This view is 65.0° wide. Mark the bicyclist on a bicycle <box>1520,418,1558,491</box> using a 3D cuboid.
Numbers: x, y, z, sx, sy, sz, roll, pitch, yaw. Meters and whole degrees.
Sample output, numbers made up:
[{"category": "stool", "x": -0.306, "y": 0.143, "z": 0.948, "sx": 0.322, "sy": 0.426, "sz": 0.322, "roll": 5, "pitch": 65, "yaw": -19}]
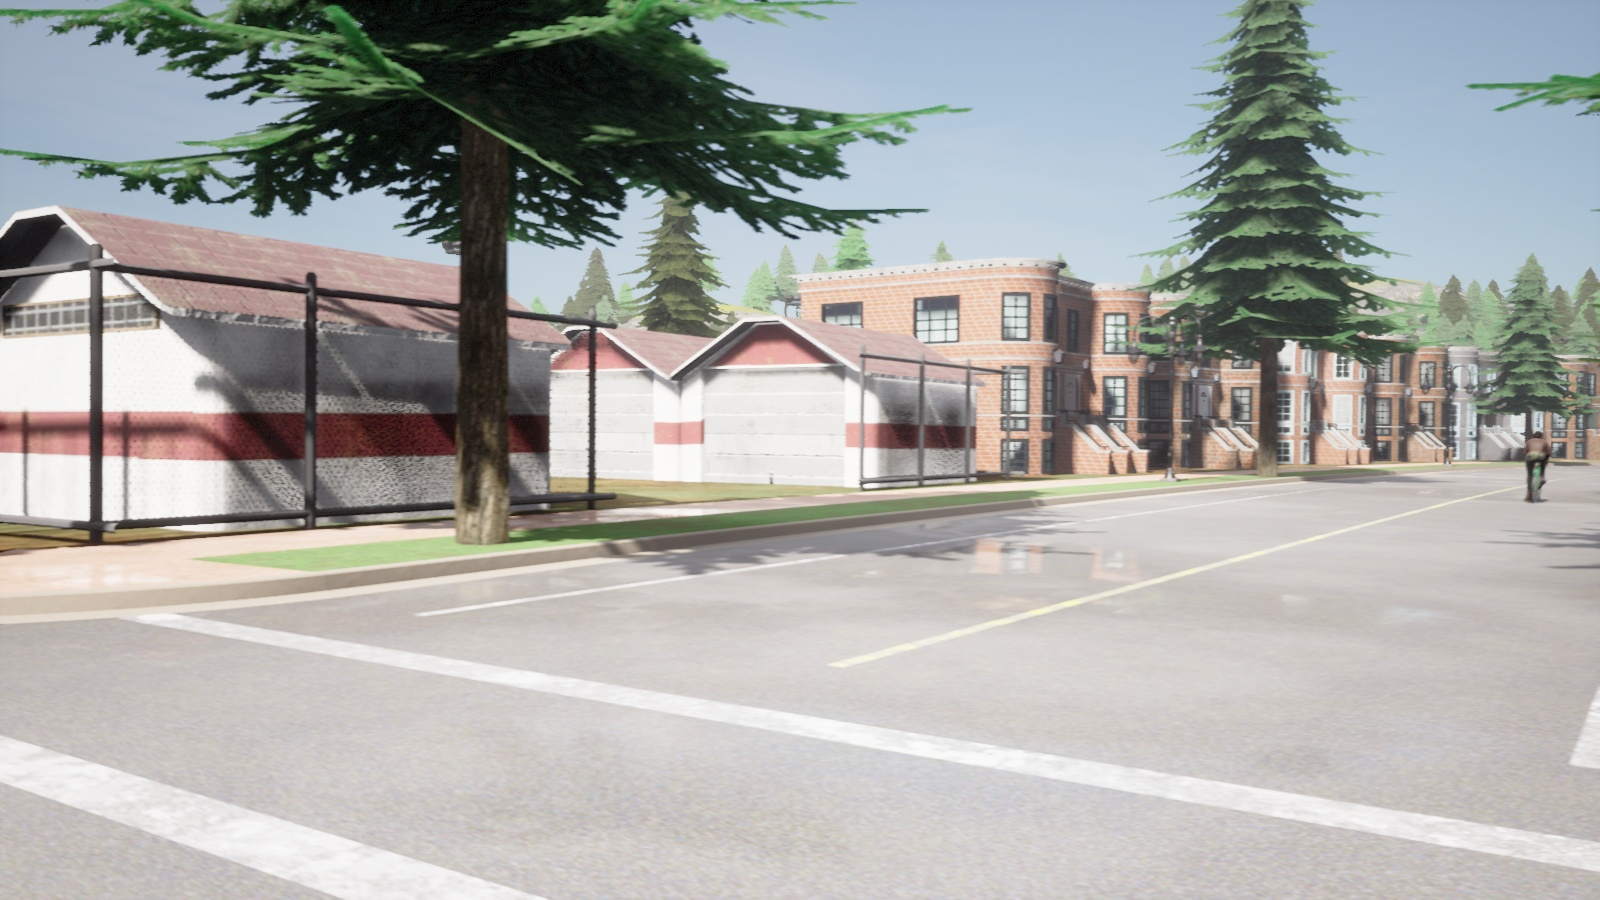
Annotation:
[{"category": "bicyclist on a bicycle", "x": 16.895, "y": 0.101, "z": 28.706, "sx": 0.582, "sy": 1.620, "sz": 1.656, "roll": 0, "pitch": 1, "yaw": 36}]
